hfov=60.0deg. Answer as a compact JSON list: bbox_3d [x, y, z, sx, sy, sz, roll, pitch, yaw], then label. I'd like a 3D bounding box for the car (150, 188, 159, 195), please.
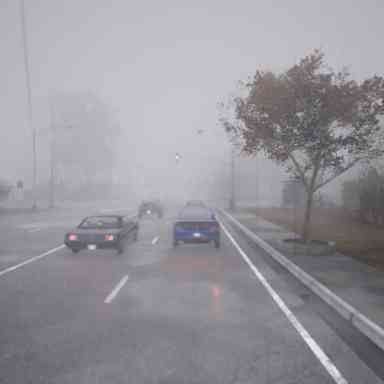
[{"bbox_3d":[-10.215,-0.022,90.650,2.150,2.045,5.566,0,1,-1],"label":"car"}]

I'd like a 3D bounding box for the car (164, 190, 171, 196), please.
[{"bbox_3d":[-6.722,0.230,90.906,1.882,1.535,5.008,0,1,-1],"label":"car"}]

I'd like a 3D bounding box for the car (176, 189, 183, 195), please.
[{"bbox_3d":[-3.344,0.210,94.582,2.033,1.411,5.357,0,1,-2],"label":"car"}]

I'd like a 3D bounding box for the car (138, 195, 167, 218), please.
[{"bbox_3d":[-3.238,1.259,27.391,1.837,1.490,4.892,0,0,0],"label":"car"}]

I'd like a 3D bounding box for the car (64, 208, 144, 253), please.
[{"bbox_3d":[-3.324,1.539,13.313,1.895,1.301,4.718,0,0,0],"label":"car"}]

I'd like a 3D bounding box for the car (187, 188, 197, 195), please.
[{"bbox_3d":[0.154,-0.104,94.699,2.150,2.045,5.566,0,1,-2],"label":"car"}]

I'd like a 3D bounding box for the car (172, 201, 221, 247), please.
[{"bbox_3d":[0.187,1.407,14.726,1.882,1.535,5.008,0,1,0],"label":"car"}]
